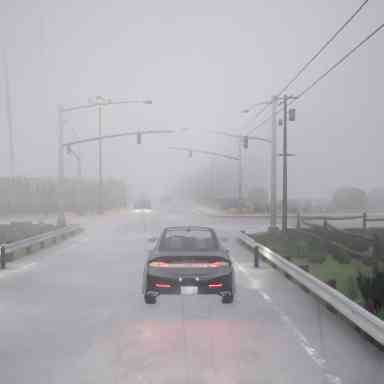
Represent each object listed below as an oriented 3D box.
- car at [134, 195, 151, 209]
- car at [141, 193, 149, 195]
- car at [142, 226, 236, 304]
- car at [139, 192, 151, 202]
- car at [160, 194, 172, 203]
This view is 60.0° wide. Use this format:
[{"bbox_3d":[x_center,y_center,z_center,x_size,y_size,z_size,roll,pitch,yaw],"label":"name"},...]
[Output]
[{"bbox_3d":[-6.324,1.463,42.854,1.994,1.385,4.181,0,1,-7],"label":"car"},{"bbox_3d":[-7.389,1.270,51.452,1.812,1.442,4.674,0,1,-7],"label":"car"},{"bbox_3d":[-0.090,1.611,8.377,2.128,1.511,4.902,0,-2,-1],"label":"car"},{"bbox_3d":[-8.641,0.916,61.491,2.097,1.767,4.553,0,1,-7],"label":"car"},{"bbox_3d":[-4.612,1.134,59.044,1.812,1.442,4.674,0,1,-7],"label":"car"}]
